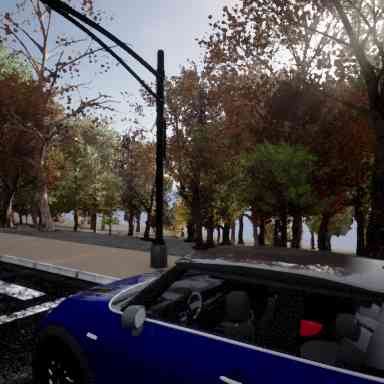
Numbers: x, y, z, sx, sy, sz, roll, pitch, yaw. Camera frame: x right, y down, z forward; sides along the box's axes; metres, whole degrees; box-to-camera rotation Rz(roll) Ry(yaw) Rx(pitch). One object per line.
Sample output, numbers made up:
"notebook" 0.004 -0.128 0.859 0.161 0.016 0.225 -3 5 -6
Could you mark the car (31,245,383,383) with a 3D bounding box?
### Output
"car" 0.418 1.352 3.358 4.553 1.767 2.097 0 0 34
